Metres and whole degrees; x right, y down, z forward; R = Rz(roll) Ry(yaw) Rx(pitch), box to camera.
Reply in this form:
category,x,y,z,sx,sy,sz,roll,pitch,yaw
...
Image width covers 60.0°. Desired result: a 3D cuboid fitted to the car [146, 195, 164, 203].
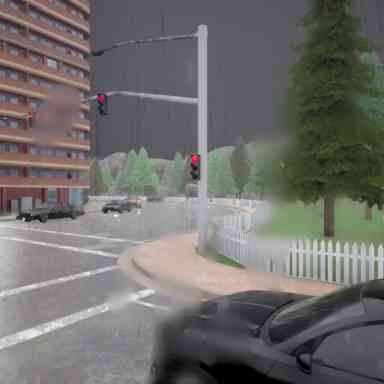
category,x,y,z,sx,sy,sz,roll,pitch,yaw
car,-7.745,1.448,69.350,1.837,1.490,4.892,0,0,-42

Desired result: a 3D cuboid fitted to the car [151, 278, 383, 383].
category,x,y,z,sx,sy,sz,roll,pitch,yaw
car,1.873,1.478,2.653,5.008,1.535,1.882,0,0,36

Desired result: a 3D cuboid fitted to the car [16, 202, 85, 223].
category,x,y,z,sx,sy,sz,roll,pitch,yaw
car,-10.641,1.492,25.586,2.033,1.411,5.357,0,0,24

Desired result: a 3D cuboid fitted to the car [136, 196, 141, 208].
category,x,y,z,sx,sy,sz,roll,pitch,yaw
car,-8.119,1.296,45.702,2.097,1.767,4.553,0,0,-11

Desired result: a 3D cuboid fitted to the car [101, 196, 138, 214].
category,x,y,z,sx,sy,sz,roll,pitch,yaw
car,-7.821,1.492,35.405,2.033,1.411,5.357,0,0,7
